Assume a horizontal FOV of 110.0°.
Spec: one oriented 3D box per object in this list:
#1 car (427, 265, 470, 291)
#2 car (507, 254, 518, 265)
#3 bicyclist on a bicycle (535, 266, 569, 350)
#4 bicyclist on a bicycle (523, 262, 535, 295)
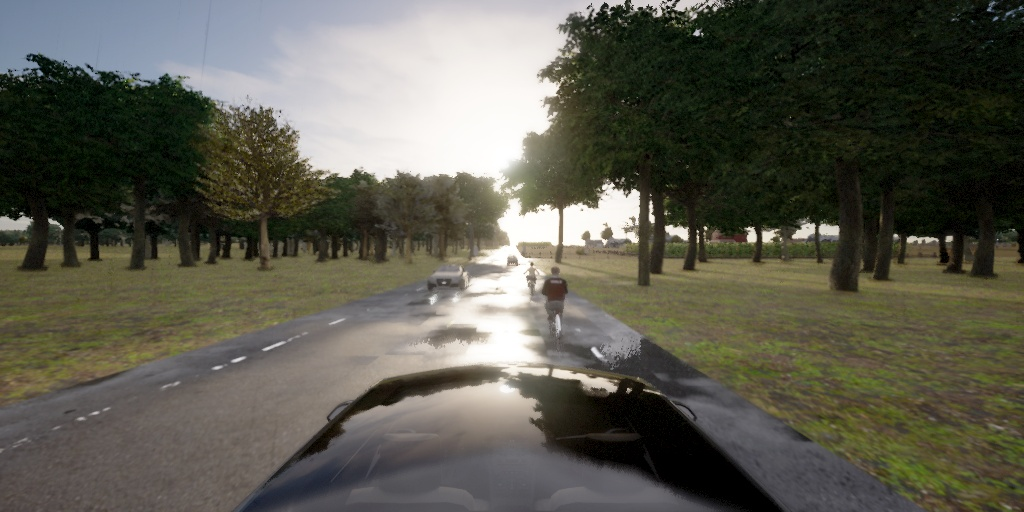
[{"bbox_3d":[-3.602,1.210,20.952,1.994,1.385,4.181,0,0,0],"label":"car"},{"bbox_3d":[0.095,0.696,61.240,2.128,1.511,4.902,0,1,0],"label":"car"},{"bbox_3d":[0.964,1.110,8.150,0.659,1.776,1.843,0,1,0],"label":"bicyclist on a bicycle"},{"bbox_3d":[0.981,1.108,17.896,0.866,1.612,1.509,0,0,0],"label":"bicyclist on a bicycle"}]
